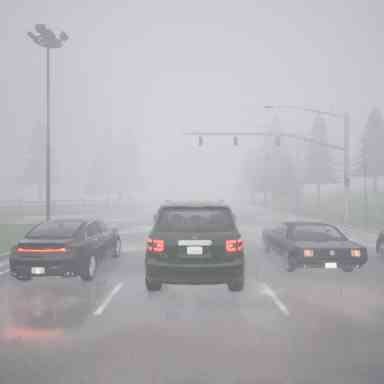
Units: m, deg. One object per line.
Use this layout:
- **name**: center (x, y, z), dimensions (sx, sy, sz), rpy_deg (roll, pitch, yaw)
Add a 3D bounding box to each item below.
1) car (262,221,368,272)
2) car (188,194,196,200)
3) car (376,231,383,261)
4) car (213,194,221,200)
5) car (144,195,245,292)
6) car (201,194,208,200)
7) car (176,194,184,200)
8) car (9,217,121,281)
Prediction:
- **car**: center (3.585, 1.601, 10.760), dimensions (1.895, 1.301, 4.718), rpy_deg (0, 0, 0)
- **car**: center (0.048, 1.356, 93.453), dimensions (2.128, 1.511, 4.902), rpy_deg (0, 0, 0)
- **car**: center (7.076, 1.491, 9.213), dimensions (2.128, 1.511, 4.902), rpy_deg (0, 0, 0)
- **car**: center (7.048, 1.383, 93.449), dimensions (1.994, 1.385, 4.181), rpy_deg (0, 0, 0)
- **car**: center (0.074, 1.221, 9.095), dimensions (2.150, 2.045, 5.566), rpy_deg (0, 0, 0)
- **car**: center (3.548, 1.309, 93.451), dimensions (1.882, 1.535, 5.008), rpy_deg (0, 0, 0)
- **car**: center (-3.452, 1.371, 93.454), dimensions (2.033, 1.411, 5.357), rpy_deg (0, 0, 0)
- **car**: center (-3.422, 1.505, 9.844), dimensions (1.837, 1.490, 4.892), rpy_deg (0, 0, 0)
